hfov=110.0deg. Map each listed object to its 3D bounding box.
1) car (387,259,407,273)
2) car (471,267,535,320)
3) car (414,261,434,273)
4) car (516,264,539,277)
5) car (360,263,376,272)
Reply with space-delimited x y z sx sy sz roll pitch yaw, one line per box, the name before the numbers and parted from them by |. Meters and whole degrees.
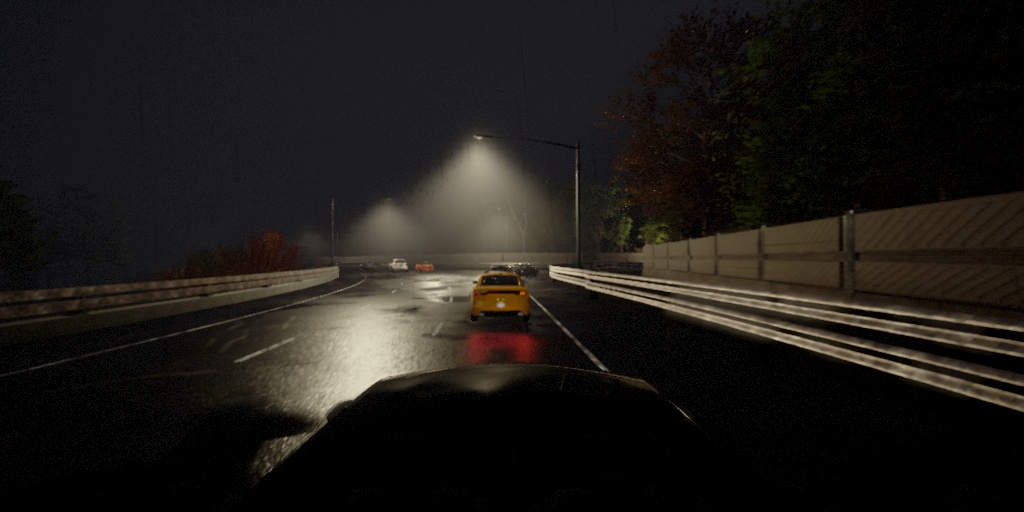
car | -17.699 1.514 55.241 2.150 2.045 5.566 0 -1 -29
car | -0.439 1.328 13.126 1.882 1.535 5.008 0 -1 -2
car | -13.411 1.619 54.561 2.097 1.767 4.553 0 -1 -27
car | 1.354 1.611 38.802 2.033 1.411 5.357 -1 -1 21
car | -22.918 1.825 57.104 2.128 1.511 4.902 0 -1 -32
